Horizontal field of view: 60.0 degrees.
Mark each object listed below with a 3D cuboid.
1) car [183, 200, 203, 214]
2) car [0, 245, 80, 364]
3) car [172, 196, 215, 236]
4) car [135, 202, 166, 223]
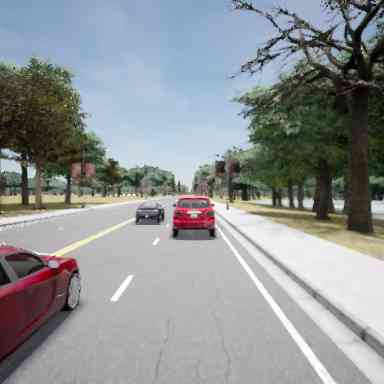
[{"bbox_3d":[0.094,1.617,37.241,2.033,1.411,5.357,0,0,0],"label":"car"},{"bbox_3d":[-3.151,1.478,4.676,1.882,1.535,5.008,0,0,0],"label":"car"},{"bbox_3d":[0.097,1.229,18.525,2.150,2.045,5.566,0,0,0],"label":"car"},{"bbox_3d":[-3.154,1.516,25.735,2.128,1.511,4.902,0,0,0],"label":"car"}]
